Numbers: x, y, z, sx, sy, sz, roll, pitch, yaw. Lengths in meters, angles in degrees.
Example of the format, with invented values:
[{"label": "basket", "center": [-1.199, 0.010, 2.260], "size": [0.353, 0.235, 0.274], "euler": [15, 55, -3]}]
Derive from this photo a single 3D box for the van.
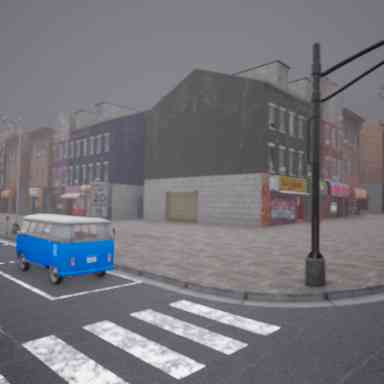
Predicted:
[{"label": "van", "center": [-4.012, 1.610, 10.227], "size": [3.998, 1.788, 1.690], "euler": [-1, -3, 44]}]
